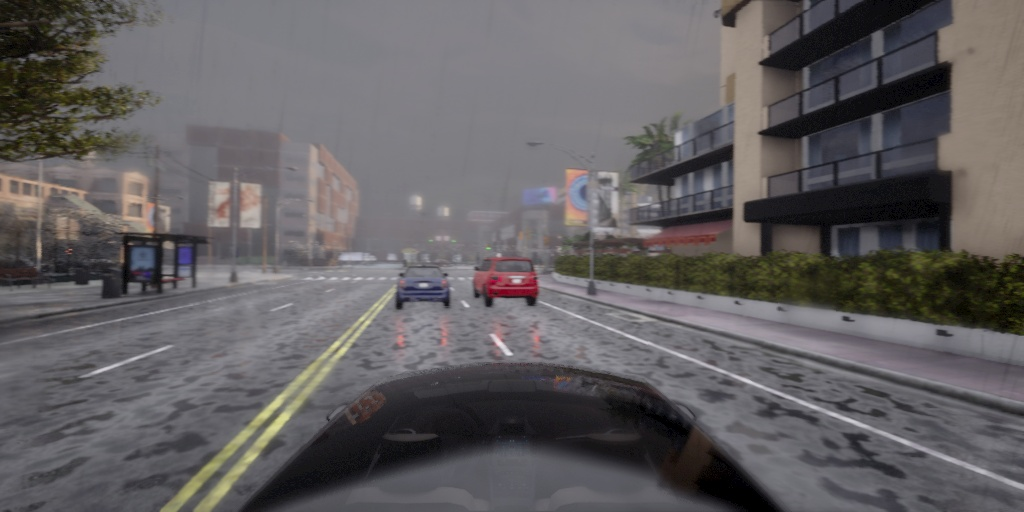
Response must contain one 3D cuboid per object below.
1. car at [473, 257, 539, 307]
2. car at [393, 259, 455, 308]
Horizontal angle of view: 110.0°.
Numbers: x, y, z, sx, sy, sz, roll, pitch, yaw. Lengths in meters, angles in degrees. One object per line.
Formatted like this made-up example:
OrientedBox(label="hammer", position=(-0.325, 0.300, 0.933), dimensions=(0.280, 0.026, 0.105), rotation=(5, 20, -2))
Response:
OrientedBox(label="car", position=(-0.446, 1.066, 16.459), dimensions=(2.150, 2.045, 5.566), rotation=(1, 0, -14))
OrientedBox(label="car", position=(-3.860, 1.146, 15.683), dimensions=(2.097, 1.767, 4.553), rotation=(1, -1, -14))
